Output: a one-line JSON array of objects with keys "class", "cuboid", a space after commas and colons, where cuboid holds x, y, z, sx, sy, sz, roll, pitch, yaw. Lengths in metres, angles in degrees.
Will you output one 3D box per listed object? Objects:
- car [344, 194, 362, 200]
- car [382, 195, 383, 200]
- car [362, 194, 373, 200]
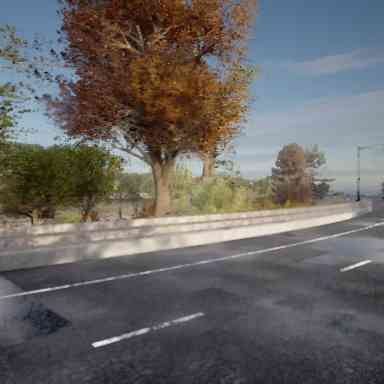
[{"class": "car", "cuboid": [40.406, 1.284, 84.545, 1.837, 1.490, 4.892, 0, 0, 2]}, {"class": "car", "cuboid": [48.491, 1.210, 82.448, 1.837, 1.490, 4.892, -1, 0, 17]}, {"class": "car", "cuboid": [43.896, 1.307, 84.277, 1.994, 1.385, 4.181, 0, 0, 2]}]
